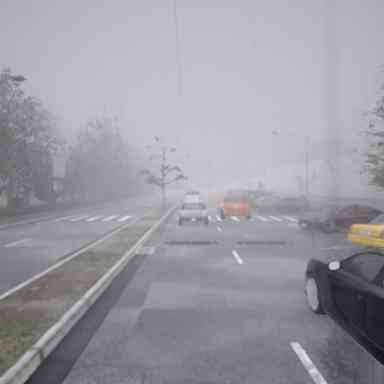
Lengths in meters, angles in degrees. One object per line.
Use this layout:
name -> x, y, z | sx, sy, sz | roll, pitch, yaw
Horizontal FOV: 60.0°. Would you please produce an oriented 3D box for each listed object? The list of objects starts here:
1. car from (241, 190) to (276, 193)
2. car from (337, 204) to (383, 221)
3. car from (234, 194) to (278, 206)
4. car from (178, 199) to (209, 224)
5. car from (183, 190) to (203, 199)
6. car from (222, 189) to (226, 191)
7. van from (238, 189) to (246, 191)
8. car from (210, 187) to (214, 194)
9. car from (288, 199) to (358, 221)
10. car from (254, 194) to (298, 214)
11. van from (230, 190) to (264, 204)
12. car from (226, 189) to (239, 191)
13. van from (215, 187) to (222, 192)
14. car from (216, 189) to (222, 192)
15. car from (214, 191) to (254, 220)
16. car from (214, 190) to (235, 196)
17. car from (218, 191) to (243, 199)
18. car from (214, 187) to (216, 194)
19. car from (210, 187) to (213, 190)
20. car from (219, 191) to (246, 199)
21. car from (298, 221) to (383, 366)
car -> 8.030, 0.943, 36.005 | 4.553, 1.767, 2.185 | 1, 1, -20
car -> 8.238, 1.377, 12.089 | 5.366, 1.575, 1.946 | 1, 0, -20
car -> 8.050, 0.992, 41.981 | 4.892, 1.521, 2.231 | 1, 1, -20
car -> 0.093, 1.358, 22.375 | 1.895, 1.301, 4.718 | 0, 1, 0
car -> 0.087, 0.749, 40.134 | 2.150, 2.045, 5.566 | 0, 1, 0
car -> 8.082, 0.622, 50.942 | 5.566, 2.045, 2.435 | 1, 1, -20
van -> 8.169, 0.805, 39.039 | 4.442, 1.987, 1.878 | 1, 1, -20
car -> 7.869, 0.237, 80.705 | 5.366, 1.575, 1.946 | 0, 2, -20
car -> 8.039, 1.333, 18.012 | 4.792, 1.488, 2.163 | 1, 1, -20
car -> 8.035, 1.176, 30.017 | 4.792, 1.488, 2.163 | 1, 1, -20
van -> 7.949, 0.686, 47.899 | 4.442, 1.987, 1.878 | 1, 1, -20
car -> 8.033, 0.700, 44.946 | 5.566, 2.045, 2.435 | 1, 1, -20
van -> 7.941, 0.252, 71.766 | 4.442, 1.987, 1.878 | 0, 2, -20
car -> 7.877, 0.670, 62.799 | 5.366, 1.575, 1.946 | 0, 1, -20
car -> 3.091, 1.070, 25.392 | 2.097, 1.767, 4.553 | 0, 1, 0
car -> 8.068, 0.187, 83.767 | 4.792, 1.488, 2.163 | 0, 1, -20
car -> 8.042, 0.586, 68.840 | 4.674, 1.452, 2.002 | 0, 1, -20
car -> 8.017, 0.276, 74.794 | 4.553, 1.767, 2.185 | 0, 1, -20
car -> 8.035, 0.035, 89.718 | 4.674, 1.452, 2.002 | 0, 1, -20
car -> 8.074, 0.645, 65.869 | 4.792, 1.488, 2.163 | 0, 1, -20
car -> 3.099, 1.446, 4.403 | 1.882, 1.535, 5.008 | 0, 0, 0
